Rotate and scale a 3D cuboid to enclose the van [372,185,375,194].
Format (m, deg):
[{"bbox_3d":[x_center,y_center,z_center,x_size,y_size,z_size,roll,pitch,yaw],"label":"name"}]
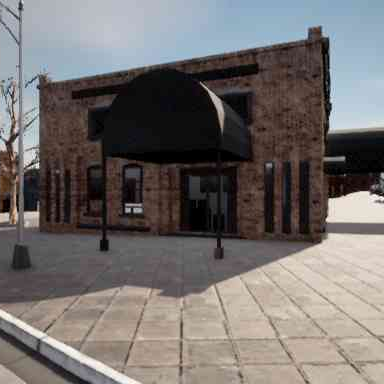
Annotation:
[{"bbox_3d":[40.351,-0.451,71.241,1.878,1.987,4.442,0,1,25],"label":"van"}]

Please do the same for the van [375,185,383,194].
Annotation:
[{"bbox_3d":[38.154,-0.307,66.159,1.878,1.987,4.442,0,1,24],"label":"van"}]

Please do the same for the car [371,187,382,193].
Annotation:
[{"bbox_3d":[45.135,-0.407,81.387,2.002,1.452,4.674,0,1,27],"label":"car"}]

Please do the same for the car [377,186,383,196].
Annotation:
[{"bbox_3d":[36.082,0.104,61.117,2.163,1.488,4.792,0,2,22],"label":"car"}]
